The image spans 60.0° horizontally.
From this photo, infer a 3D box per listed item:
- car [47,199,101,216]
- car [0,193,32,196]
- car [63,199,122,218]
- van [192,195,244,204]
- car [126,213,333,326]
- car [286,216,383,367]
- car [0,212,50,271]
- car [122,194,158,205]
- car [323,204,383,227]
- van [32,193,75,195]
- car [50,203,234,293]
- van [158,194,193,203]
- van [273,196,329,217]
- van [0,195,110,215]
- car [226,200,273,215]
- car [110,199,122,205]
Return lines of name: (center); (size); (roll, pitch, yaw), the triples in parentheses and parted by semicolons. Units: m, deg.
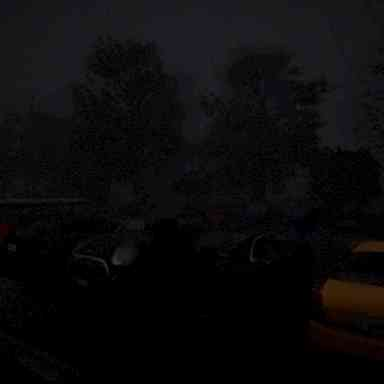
car: (-11.407, 1.481, 32.482); (2.002, 1.452, 4.674); (0, 0, 36)
car: (-20.412, 1.182, 38.938); (2.435, 2.045, 5.566); (0, 0, 36)
car: (-9.063, 1.443, 30.782); (2.097, 1.535, 5.008); (0, 0, 36)
van: (2.243, 1.226, 22.779); (1.878, 1.987, 4.442); (0, 0, 36)
car: (1.217, 1.471, 7.241); (2.231, 1.521, 4.892); (1, 0, 36)
car: (3.574, 1.481, 5.778); (1.946, 1.575, 5.366); (1, 0, 36)
car: (-3.265, 1.487, 10.518); (2.163, 1.488, 4.792); (0, 0, 36)
car: (-2.335, 1.197, 25.902); (2.435, 2.045, 5.566); (0, 0, 36)
car: (8.930, 1.496, 17.849); (2.163, 1.488, 4.792); (0, 0, 36)
van: (-13.587, 1.213, 34.195); (1.878, 1.987, 4.442); (0, 0, 36)
car: (-1.015, 1.336, 8.897); (2.185, 1.767, 4.553); (0, 0, 36)
van: (-0.141, 1.224, 24.210); (1.878, 1.987, 4.442); (0, 0, 36)
van: (6.618, 1.233, 19.347); (1.878, 1.987, 4.442); (0, 0, 35)
van: (-5.467, 1.230, 12.213); (1.878, 1.987, 4.442); (0, 0, 36)
car: (4.424, 1.454, 21.069); (2.097, 1.535, 5.008); (0, 0, 36)
car: (-4.582, 1.195, 27.522); (2.435, 2.045, 5.566); (0, 0, 36)
